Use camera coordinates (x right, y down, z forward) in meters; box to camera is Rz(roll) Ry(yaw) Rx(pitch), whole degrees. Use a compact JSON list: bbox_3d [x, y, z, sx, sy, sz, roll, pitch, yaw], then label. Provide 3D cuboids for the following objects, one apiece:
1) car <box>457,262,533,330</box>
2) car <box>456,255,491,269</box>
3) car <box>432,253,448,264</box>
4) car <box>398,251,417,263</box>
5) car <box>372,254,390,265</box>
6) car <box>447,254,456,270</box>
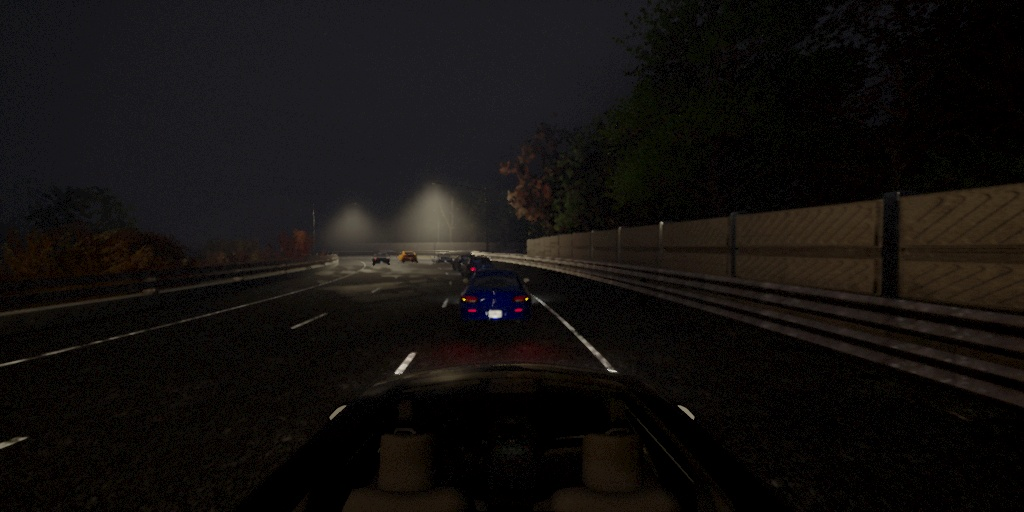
[{"bbox_3d":[-0.454,1.063,10.218,1.812,1.442,4.674,0,1,-2],"label":"car"},{"bbox_3d":[-2.289,0.750,23.757,2.033,1.411,5.357,0,1,-14],"label":"car"},{"bbox_3d":[-8.649,0.306,44.149,1.895,1.301,4.718,-1,2,-22],"label":"car"},{"bbox_3d":[-13.669,0.125,46.875,1.882,1.535,5.008,-1,2,-24],"label":"car"},{"bbox_3d":[-15.671,0.355,42.787,1.895,1.301,4.718,-1,2,-22],"label":"car"},{"bbox_3d":[-3.922,0.581,30.637,2.033,1.411,5.357,-1,2,-18],"label":"car"}]
